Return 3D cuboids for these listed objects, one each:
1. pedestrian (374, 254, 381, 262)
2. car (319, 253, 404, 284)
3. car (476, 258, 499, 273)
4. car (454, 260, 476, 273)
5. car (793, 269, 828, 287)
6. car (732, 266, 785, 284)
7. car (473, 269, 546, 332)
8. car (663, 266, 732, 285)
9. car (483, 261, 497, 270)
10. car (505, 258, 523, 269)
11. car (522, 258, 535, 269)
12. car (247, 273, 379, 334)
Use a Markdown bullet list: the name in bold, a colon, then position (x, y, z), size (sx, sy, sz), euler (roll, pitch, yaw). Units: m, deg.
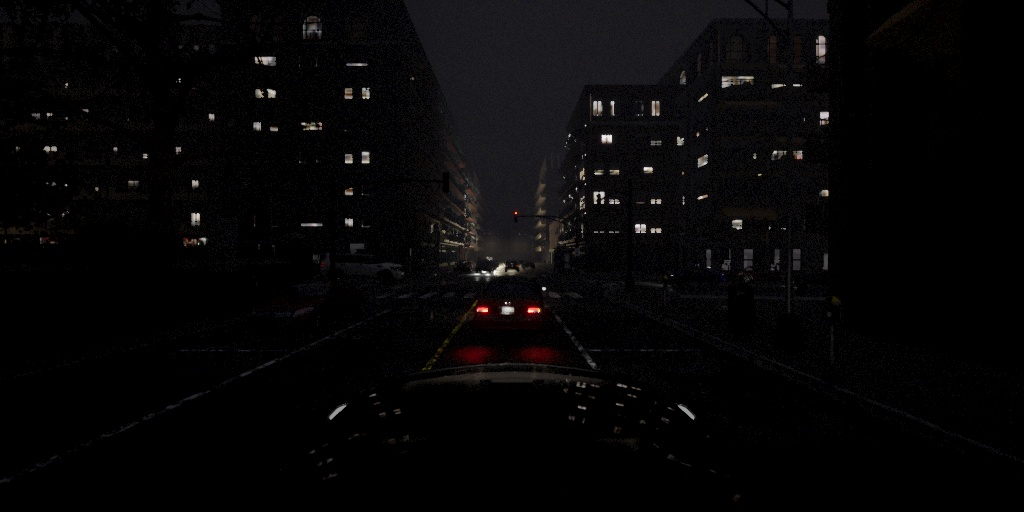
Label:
- **pedestrian**: position (-12.807, 0.652, 33.995), size (0.375, 1.860, 0.375), euler (0, -1, -1)
- **car**: position (-10.657, 0.845, 25.670), size (5.566, 2.045, 2.150), euler (2, 0, -7)
- **car**: position (-3.191, 1.296, 43.301), size (2.033, 1.411, 5.357), euler (0, 0, 4)
- **car**: position (-5.810, 1.188, 43.023), size (1.967, 1.591, 4.097), euler (0, 0, 0)
- **car**: position (24.905, 1.810, 29.033), size (4.718, 1.301, 1.895), euler (1, 0, -1)
- **car**: position (21.293, 1.571, 31.541), size (4.097, 1.591, 1.967), euler (0, 0, -1)
- **car**: position (0.052, 1.297, 10.826), size (2.033, 1.411, 5.357), euler (0, 0, 3)
- **car**: position (14.598, 1.552, 28.877), size (4.674, 1.442, 1.812), euler (1, 0, -1)
- **car**: position (-3.231, 1.349, 53.251), size (1.895, 1.301, 4.718), euler (0, 0, 0)
- **car**: position (-0.011, 1.296, 47.886), size (2.033, 1.411, 5.357), euler (0, 0, 0)
- **car**: position (2.536, 1.299, 54.320), size (2.007, 1.370, 4.403), euler (0, 0, 0)
- **car**: position (-5.713, 1.331, 10.613), size (1.802, 1.307, 4.207), euler (0, 0, 0)
